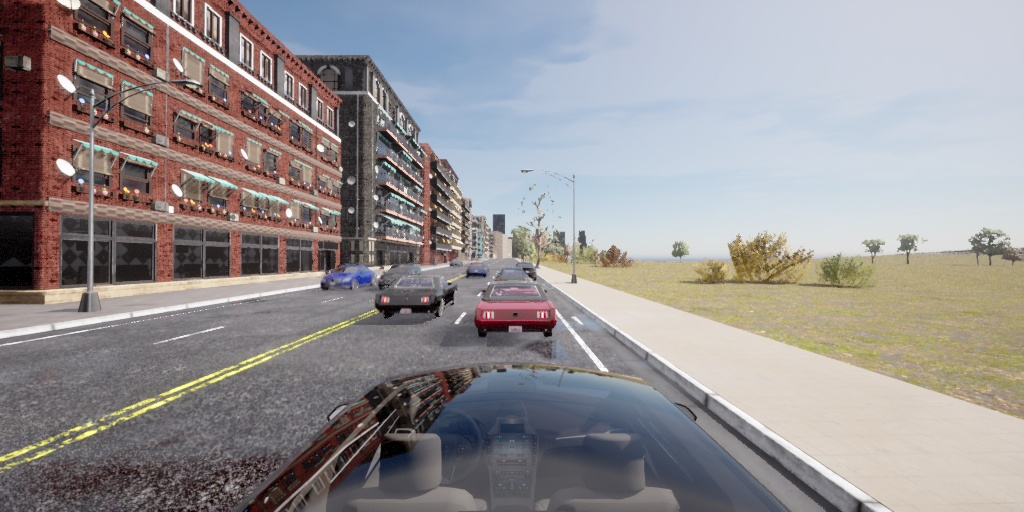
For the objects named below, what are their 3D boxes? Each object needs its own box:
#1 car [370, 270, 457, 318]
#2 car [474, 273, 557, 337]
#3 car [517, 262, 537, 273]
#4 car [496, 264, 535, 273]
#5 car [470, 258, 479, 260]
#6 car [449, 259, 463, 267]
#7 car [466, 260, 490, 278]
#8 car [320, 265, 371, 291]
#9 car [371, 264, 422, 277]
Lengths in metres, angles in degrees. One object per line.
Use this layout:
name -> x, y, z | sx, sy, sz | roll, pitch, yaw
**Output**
car -> -3.186, 1.352, 12.954 | 1.895, 1.301, 4.718 | 0, 0, 0
car -> 0.074, 1.352, 10.246 | 1.895, 1.301, 4.718 | 0, 0, 0
car -> 1.049, 1.259, 30.270 | 1.837, 1.490, 4.892 | 0, 0, 0
car -> 0.034, 1.317, 20.277 | 1.994, 1.385, 4.181 | 0, 0, 0
car -> -6.747, 1.103, 64.605 | 2.097, 1.767, 4.553 | 0, 0, 0
car -> -9.990, 1.299, 64.318 | 2.033, 1.411, 5.357 | 0, 0, 0
car -> -3.251, 1.318, 34.628 | 1.994, 1.385, 4.181 | 0, 0, 0
car -> -9.914, 1.279, 22.118 | 1.812, 1.442, 4.674 | 0, 0, 0
car -> -6.664, 1.258, 22.108 | 1.837, 1.490, 4.892 | 0, 0, 0
